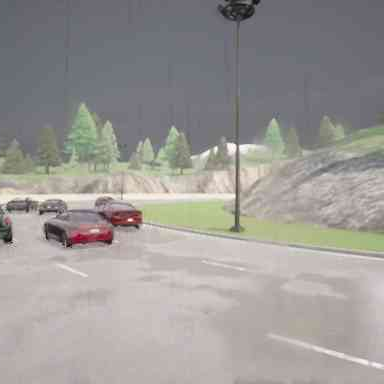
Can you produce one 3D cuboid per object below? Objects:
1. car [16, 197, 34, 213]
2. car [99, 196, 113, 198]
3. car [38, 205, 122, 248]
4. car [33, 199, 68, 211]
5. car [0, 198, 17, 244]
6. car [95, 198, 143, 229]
[{"bbox_3d":[-16.383,1.233,32.577,2.128,1.511,4.902,0,0,-10],"label":"car"},{"bbox_3d":[-9.989,1.257,38.943,1.837,1.490,4.892,0,-1,-2],"label":"car"},{"bbox_3d":[-5.009,1.465,14.475,1.994,1.385,4.181,0,0,-38],"label":"car"},{"bbox_3d":[-12.624,1.324,30.592,2.033,1.411,5.357,0,0,-12],"label":"car"},{"bbox_3d":[-9.252,1.224,14.538,2.097,1.767,4.553,0,0,-35],"label":"car"},{"bbox_3d":[-4.652,1.355,20.050,1.882,1.535,5.008,0,0,-32],"label":"car"}]
